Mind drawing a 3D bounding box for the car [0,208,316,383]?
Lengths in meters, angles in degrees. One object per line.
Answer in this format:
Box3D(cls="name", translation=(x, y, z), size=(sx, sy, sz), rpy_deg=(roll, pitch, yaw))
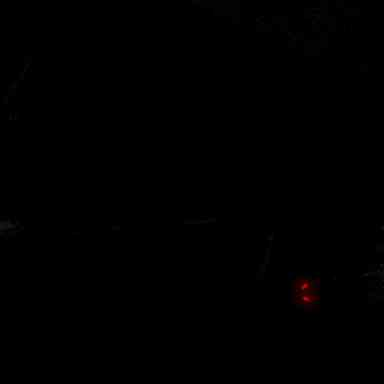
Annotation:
Box3D(cls="car", translation=(-1.314, 1.219, 2.747), size=(5.566, 2.045, 2.150), rpy_deg=(0, 0, -35))
